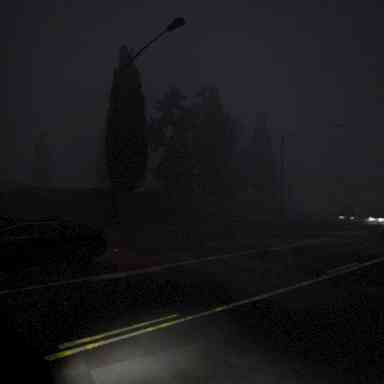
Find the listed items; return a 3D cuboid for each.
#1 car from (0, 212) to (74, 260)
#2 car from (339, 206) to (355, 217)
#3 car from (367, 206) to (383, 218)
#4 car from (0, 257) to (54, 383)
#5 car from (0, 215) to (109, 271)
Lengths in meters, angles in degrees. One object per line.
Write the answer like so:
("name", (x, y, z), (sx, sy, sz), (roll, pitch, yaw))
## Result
("car", (-7.211, 1.557, 11.818), (5.357, 1.411, 2.033), (0, 0, -36))
("car", (21.275, 2.622, 45.486), (2.033, 1.411, 5.357), (0, -2, 26))
("car", (23.670, 2.532, 42.665), (2.128, 1.511, 4.902), (0, -2, 27))
("car", (-3.251, 1.516, 1.596), (4.892, 1.490, 1.837), (0, 0, -35))
("car", (-4.824, 1.497, 9.327), (4.902, 1.511, 2.128), (0, 0, -37))
